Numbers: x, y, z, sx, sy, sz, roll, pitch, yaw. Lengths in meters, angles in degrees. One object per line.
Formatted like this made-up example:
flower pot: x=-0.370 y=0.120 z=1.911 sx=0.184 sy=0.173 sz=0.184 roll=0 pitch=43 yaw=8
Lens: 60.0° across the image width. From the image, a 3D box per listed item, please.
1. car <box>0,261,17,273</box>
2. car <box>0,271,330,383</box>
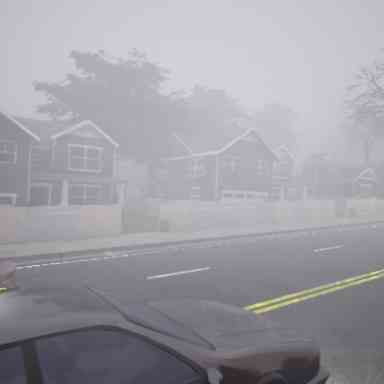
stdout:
car: x=-4.769 y=1.520 z=4.275 sx=4.674 sy=1.442 sz=1.812 roll=0 pitch=0 yaw=-35
car: x=-1.203 y=1.549 z=2.583 sx=5.357 sy=1.411 sz=2.033 roll=0 pitch=0 yaw=-36
